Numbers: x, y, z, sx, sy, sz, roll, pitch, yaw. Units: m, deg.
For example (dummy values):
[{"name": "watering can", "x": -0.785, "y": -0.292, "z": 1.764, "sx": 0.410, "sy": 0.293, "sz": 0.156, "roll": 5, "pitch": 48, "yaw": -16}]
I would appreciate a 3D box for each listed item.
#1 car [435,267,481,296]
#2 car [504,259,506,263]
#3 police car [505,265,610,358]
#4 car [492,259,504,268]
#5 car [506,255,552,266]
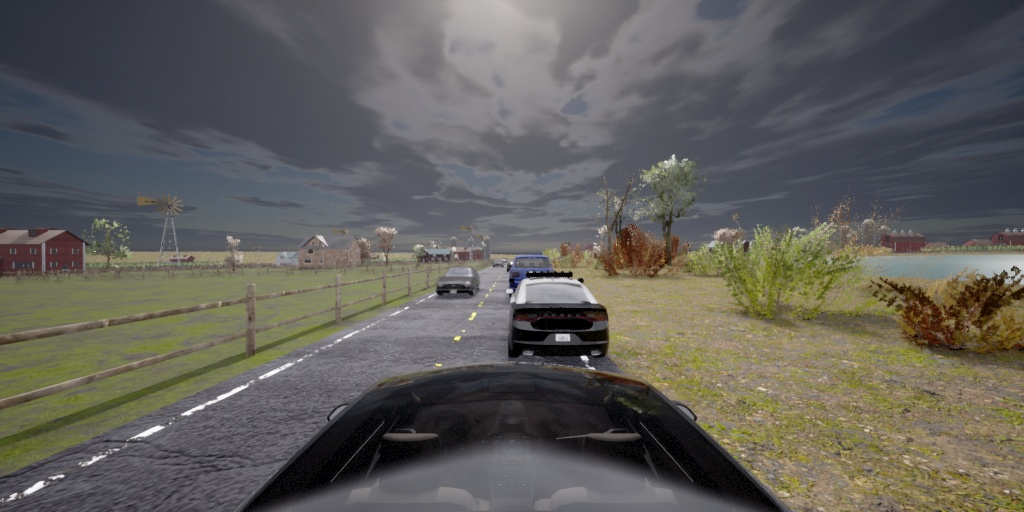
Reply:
[{"name": "car", "x": -2.728, "y": 1.297, "z": 19.428, "sx": 2.033, "sy": 1.411, "sz": 5.357, "roll": 0, "pitch": 0, "yaw": 0}, {"name": "car", "x": 0.333, "y": 1.334, "z": 46.315, "sx": 1.994, "sy": 1.385, "sz": 4.181, "roll": 0, "pitch": 0, "yaw": 2}, {"name": "police car", "x": 0.876, "y": 1.174, "z": 8.638, "sx": 1.930, "sy": 1.638, "sz": 5.238, "roll": 0, "pitch": 0, "yaw": 0}, {"name": "car", "x": -2.400, "y": 1.305, "z": 62.633, "sx": 1.837, "sy": 1.490, "sz": 4.892, "roll": 0, "pitch": -1, "yaw": 1}, {"name": "car", "x": 0.943, "y": 0.974, "z": 18.557, "sx": 2.150, "sy": 2.045, "sz": 5.566, "roll": 0, "pitch": 0, "yaw": 0}]
